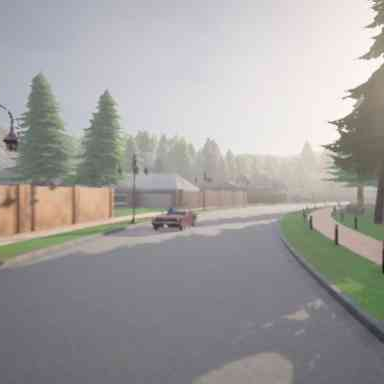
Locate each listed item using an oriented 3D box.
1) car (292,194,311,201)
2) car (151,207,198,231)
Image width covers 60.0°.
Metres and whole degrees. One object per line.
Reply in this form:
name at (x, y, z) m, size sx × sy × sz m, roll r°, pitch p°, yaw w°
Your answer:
car at (27.142, 1.462, 83.931) m, size 3.866 × 1.878 × 1.905 m, roll 0°, pitch 0°, yaw 43°
car at (-1.004, 1.637, 21.043) m, size 1.895 × 1.301 × 4.718 m, roll 0°, pitch 0°, yaw 13°
